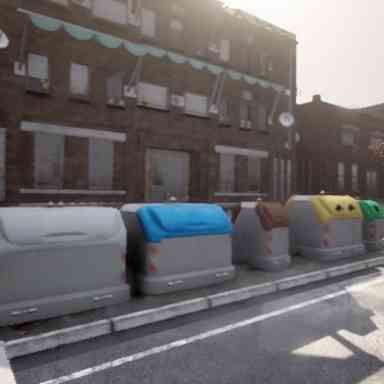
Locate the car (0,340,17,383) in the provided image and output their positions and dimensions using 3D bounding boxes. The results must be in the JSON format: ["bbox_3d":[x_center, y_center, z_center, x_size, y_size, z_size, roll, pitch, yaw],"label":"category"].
[{"bbox_3d":[-3.179,1.599,1.133,4.718,1.301,1.895,0,0,-35],"label":"car"}]
